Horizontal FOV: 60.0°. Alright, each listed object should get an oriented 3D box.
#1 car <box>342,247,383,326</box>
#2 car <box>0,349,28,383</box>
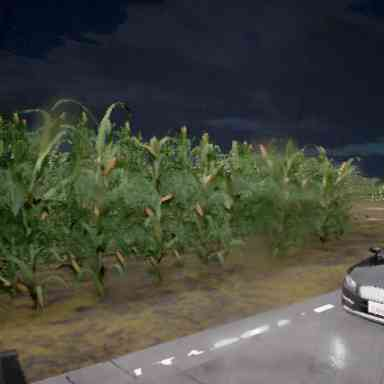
[{"bbox_3d":[4.854,1.507,6.428,4.902,1.511,2.128,0,0,-35],"label":"car"},{"bbox_3d":[-2.961,1.594,0.952,4.718,1.301,1.895,0,0,-35],"label":"car"}]
